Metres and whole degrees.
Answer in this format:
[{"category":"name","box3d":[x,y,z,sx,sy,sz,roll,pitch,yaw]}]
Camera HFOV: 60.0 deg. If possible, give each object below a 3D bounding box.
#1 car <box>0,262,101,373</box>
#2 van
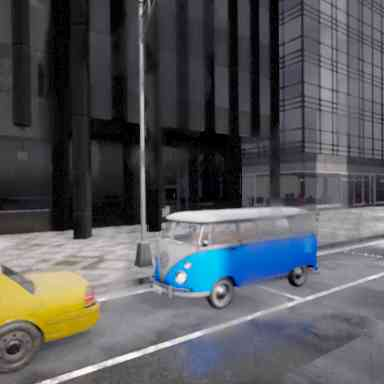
[{"category":"car","box3d":[-3.635,1.535,4.055,4.829,1.417,1.752,-1,1,-35]},{"category":"van","box3d":[1.071,1.271,7.405,3.998,1.788,1.690,-1,1,-35]}]
